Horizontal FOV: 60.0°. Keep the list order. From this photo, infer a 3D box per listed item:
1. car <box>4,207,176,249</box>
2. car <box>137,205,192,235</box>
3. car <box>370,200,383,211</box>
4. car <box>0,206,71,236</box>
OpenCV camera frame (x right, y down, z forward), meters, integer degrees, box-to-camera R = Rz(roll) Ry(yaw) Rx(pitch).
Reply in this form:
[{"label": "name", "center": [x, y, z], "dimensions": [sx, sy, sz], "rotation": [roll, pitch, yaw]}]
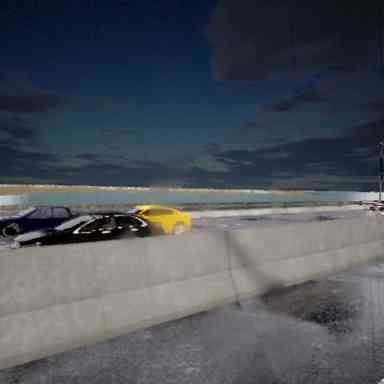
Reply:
[{"label": "car", "center": [-3.134, 1.428, 10.907], "dimensions": [4.892, 1.490, 1.837], "rotation": [1, 0, -40]}, {"label": "car", "center": [-2.289, 1.401, 16.152], "dimensions": [5.008, 1.535, 1.882], "rotation": [1, 0, -40]}, {"label": "car", "center": [24.651, 1.768, 42.653], "dimensions": [4.674, 1.442, 1.812], "rotation": [1, 0, -39]}, {"label": "car", "center": [-7.317, 1.395, 16.535], "dimensions": [5.357, 1.411, 2.033], "rotation": [1, 0, -40]}]
